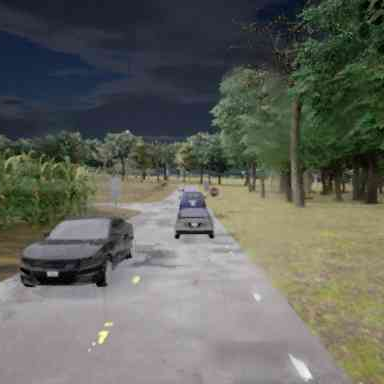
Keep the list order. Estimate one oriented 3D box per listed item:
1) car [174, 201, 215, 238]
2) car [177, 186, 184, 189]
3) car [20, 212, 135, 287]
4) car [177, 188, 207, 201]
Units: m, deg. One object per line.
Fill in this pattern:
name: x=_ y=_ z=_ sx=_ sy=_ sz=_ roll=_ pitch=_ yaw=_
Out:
car: x=0.091 y=1.385 z=16.476 sx=2.033 sy=1.411 sz=5.357 roll=0 pitch=1 yaw=-1
car: x=-2.813 y=-0.679 z=84.932 sx=1.812 sy=1.442 sz=4.674 roll=0 pitch=3 yaw=0
car: x=-2.845 y=1.390 z=9.292 sx=1.882 sy=1.535 sz=5.008 roll=0 pitch=0 yaw=0
car: x=0.064 y=0.931 z=28.445 sx=2.150 sy=2.045 sz=5.566 roll=0 pitch=1 yaw=0
